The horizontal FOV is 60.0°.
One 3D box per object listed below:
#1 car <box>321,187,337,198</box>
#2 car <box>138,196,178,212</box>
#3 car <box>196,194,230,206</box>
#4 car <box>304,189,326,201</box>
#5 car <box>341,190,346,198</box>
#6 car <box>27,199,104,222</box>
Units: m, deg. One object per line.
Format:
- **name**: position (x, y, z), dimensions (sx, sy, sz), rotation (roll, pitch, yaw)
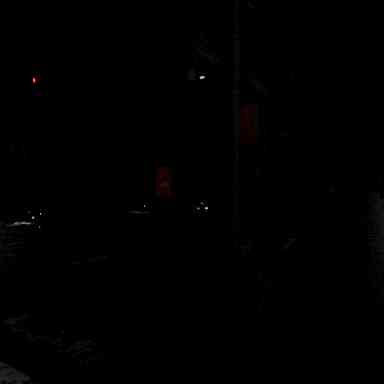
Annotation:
- **car**: position (25.034, 0.106, 61.002), dimensions (2.150, 2.045, 5.566), rotation (0, 1, 35)
- **car**: position (-3.221, 1.090, 32.194), dimensions (1.994, 1.385, 4.181), rotation (0, 1, 35)
- **car**: position (2.726, 0.896, 40.708), dimensions (2.033, 1.411, 5.357), rotation (0, 1, 36)
- **car**: position (19.239, 0.609, 52.686), dimensions (1.994, 1.385, 4.181), rotation (0, 1, 35)
- **car**: position (28.285, 0.379, 59.973), dimensions (1.837, 1.490, 4.892), rotation (0, 1, 34)
- **car**: position (-8.929, 1.248, 24.027), dimensions (2.033, 1.411, 5.357), rotation (0, 1, 35)
